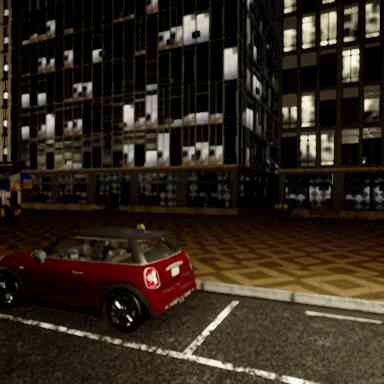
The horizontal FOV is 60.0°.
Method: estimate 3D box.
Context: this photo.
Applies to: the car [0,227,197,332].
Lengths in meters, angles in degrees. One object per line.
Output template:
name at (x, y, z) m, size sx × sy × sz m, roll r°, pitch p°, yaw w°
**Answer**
car at (-2.068, 1.434, 6.707) m, size 4.097 × 1.590 × 1.967 m, roll 0°, pitch 0°, yaw 24°
